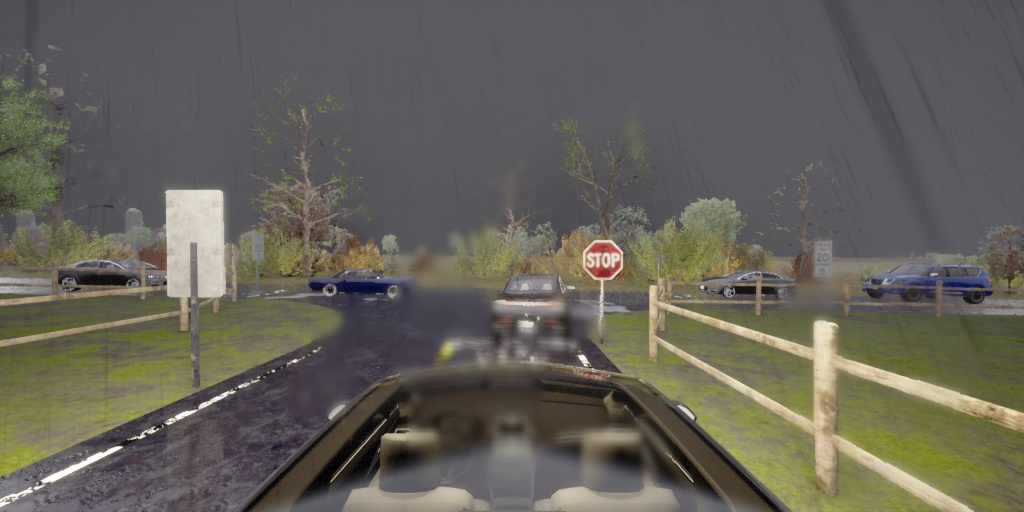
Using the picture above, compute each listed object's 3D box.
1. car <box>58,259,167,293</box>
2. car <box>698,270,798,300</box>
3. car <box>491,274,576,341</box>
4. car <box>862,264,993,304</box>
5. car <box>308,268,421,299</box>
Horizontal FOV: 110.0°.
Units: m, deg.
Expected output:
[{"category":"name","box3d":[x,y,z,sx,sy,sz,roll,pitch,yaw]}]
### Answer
[{"category":"car","box3d":[-18.483,0.886,16.990,4.902,1.511,2.128,1,1,0]},{"category":"car","box3d":[13.012,1.526,19.888,4.902,1.511,2.128,1,1,0]},{"category":"car","box3d":[0.710,1.240,9.934,2.128,1.511,4.902,0,0,9]},{"category":"car","box3d":[22.907,1.467,19.873,5.566,2.045,2.150,1,1,0]},{"category":"car","box3d":[-6.815,1.249,16.969,4.718,1.301,1.895,1,1,0]}]
